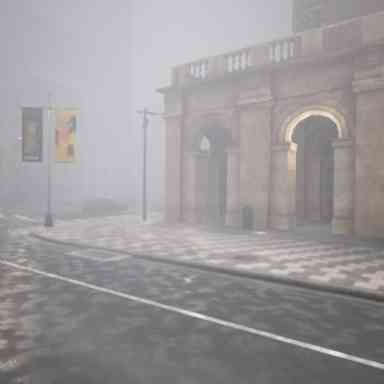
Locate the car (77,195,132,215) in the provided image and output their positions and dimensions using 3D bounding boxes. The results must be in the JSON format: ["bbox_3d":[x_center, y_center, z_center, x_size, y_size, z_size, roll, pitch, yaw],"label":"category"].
[{"bbox_3d":[-8.000,1.282,30.833,1.994,1.385,4.181,1,0,35],"label":"car"}]

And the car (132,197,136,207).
[{"bbox_3d":[-9.128,1.124,41.740,2.128,1.511,4.902,1,1,35],"label":"car"}]

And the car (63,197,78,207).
[{"bbox_3d":[-13.407,1.141,41.759,2.033,1.411,5.357,1,0,35],"label":"car"}]

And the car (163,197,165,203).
[{"bbox_3d":[-2.907,0.944,56.383,2.097,1.767,4.553,1,1,36],"label":"car"}]
